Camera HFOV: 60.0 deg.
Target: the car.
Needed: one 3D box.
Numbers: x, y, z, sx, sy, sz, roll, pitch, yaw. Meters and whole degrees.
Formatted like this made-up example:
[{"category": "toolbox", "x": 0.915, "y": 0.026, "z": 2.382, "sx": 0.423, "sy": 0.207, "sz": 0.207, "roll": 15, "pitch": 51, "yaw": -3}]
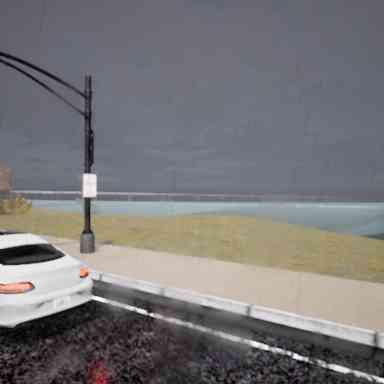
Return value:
[{"category": "car", "x": -3.864, "y": 1.498, "z": 6.407, "sx": 4.674, "sy": 1.442, "sz": 1.812, "roll": 0, "pitch": 0, "yaw": 35}]
